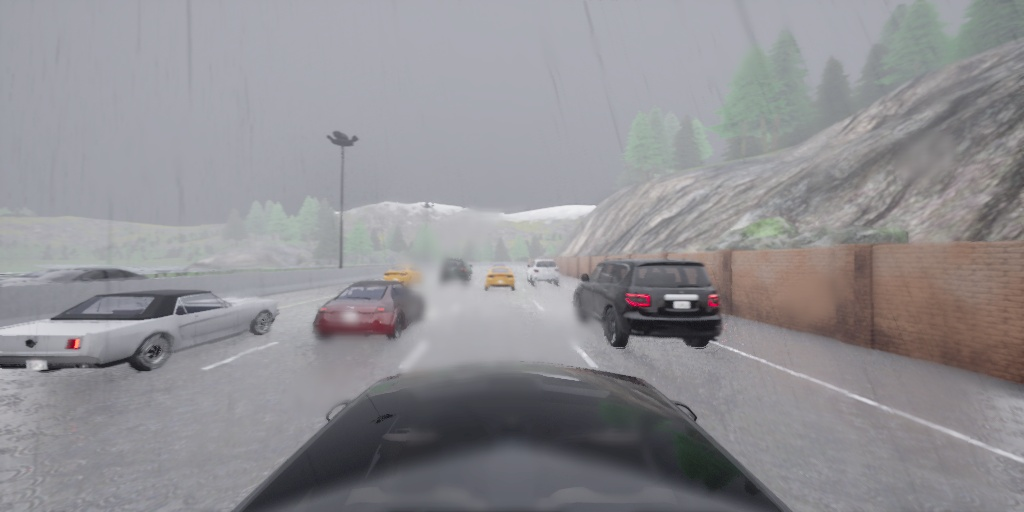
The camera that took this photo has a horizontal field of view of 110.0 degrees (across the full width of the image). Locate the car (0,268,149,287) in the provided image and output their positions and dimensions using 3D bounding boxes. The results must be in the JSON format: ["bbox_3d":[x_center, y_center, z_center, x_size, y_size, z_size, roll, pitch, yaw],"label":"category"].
[{"bbox_3d":[-18.145,1.259,15.120,1.837,1.490,4.892,1,-1,-2],"label":"car"}]

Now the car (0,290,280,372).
[{"bbox_3d":[-7.155,1.359,7.567,1.895,1.301,4.718,1,-1,-2],"label":"car"}]

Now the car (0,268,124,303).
[{"bbox_3d":[-21.725,1.309,17.087,1.994,1.385,4.181,1,-1,-2],"label":"car"}]

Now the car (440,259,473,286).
[{"bbox_3d":[-4.478,1.262,29.196,2.150,2.045,5.566,1,-1,-2],"label":"car"}]

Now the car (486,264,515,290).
[{"bbox_3d":[-0.820,1.500,25.105,1.882,1.535,5.008,1,-1,-2],"label":"car"}]

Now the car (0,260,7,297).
[{"bbox_3d":[-25.139,1.039,14.846,2.097,1.767,4.553,1,-1,-2],"label":"car"}]

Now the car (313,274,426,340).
[{"bbox_3d":[-3.755,1.383,10.186,1.994,1.385,4.181,1,-1,-2],"label":"car"}]

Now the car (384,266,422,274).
[{"bbox_3d":[-7.872,1.454,26.325,1.882,1.535,5.008,1,-1,-2],"label":"car"}]

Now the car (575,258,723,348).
[{"bbox_3d":[3.272,1.097,9.799,2.150,2.045,5.566,1,-1,-2],"label":"car"}]

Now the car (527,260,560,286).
[{"bbox_3d":[2.523,1.323,29.250,2.150,2.045,5.566,1,-1,-2],"label":"car"}]
